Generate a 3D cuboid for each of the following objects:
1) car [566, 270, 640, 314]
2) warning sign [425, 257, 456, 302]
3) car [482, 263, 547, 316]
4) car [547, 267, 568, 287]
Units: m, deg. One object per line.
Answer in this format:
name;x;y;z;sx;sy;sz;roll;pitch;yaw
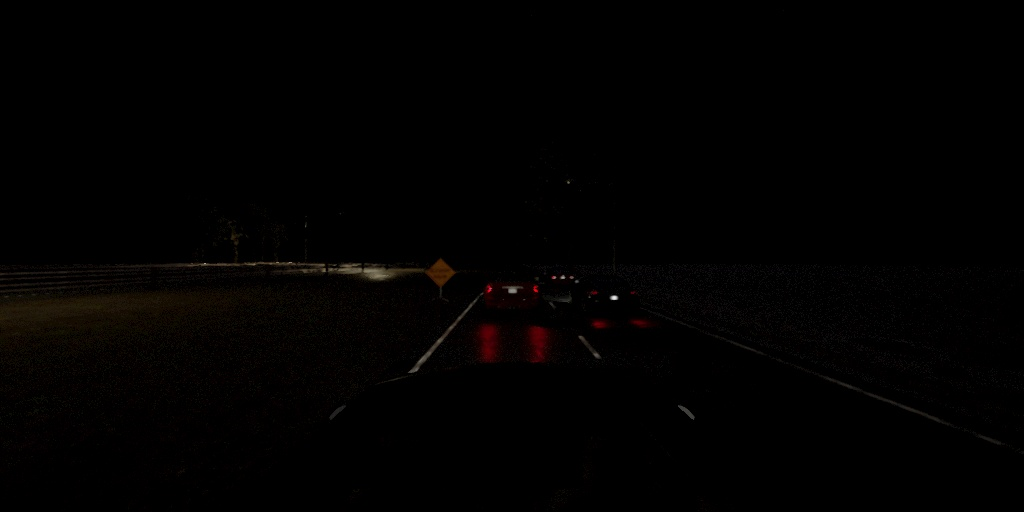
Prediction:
car;3.547;1.430;14.356;1.994;1.385;4.181;0;0;1
warning sign;-3.051;0.990;15.387;1.300;1.860;1.060;0;0;0
car;0.045;1.215;14.173;2.097;1.767;4.553;0;-1;1
car;3.520;1.568;27.108;2.033;1.411;5.357;0;-1;0
